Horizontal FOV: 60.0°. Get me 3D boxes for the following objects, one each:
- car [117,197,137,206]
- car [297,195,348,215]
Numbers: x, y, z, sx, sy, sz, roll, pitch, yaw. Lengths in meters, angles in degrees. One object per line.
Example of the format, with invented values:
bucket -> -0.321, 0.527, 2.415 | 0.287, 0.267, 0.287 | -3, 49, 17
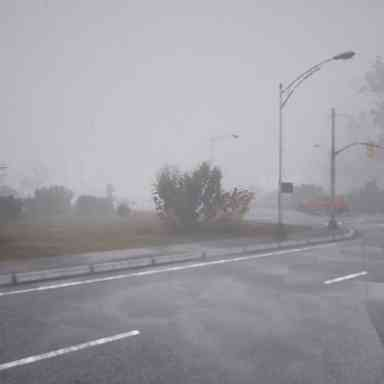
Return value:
car -> -11.498, 1.679, 58.499 | 1.837, 1.490, 4.892 | 0, -1, -38
car -> 14.516, 1.394, 37.242 | 2.150, 2.045, 5.566 | 0, 0, -39
